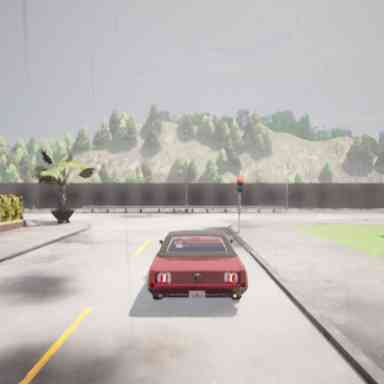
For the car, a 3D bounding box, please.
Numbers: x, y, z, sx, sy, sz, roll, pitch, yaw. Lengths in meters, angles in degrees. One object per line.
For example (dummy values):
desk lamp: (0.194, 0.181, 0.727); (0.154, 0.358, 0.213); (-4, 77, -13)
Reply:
car: (0.101, 1.582, 8.279); (1.895, 1.301, 4.718); (0, 0, 0)
